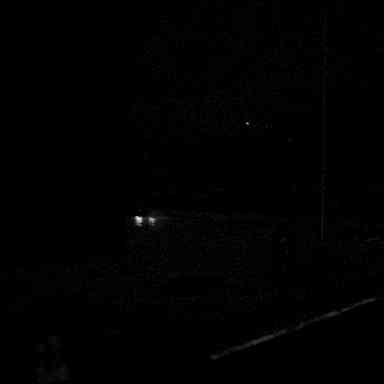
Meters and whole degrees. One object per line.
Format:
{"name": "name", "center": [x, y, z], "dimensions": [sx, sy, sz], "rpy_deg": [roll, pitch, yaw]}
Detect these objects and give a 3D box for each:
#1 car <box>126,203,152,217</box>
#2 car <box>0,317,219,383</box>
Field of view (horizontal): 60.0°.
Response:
{"name": "car", "center": [-6.359, 2.028, 38.297], "dimensions": [1.882, 1.535, 5.008], "rpy_deg": [2, -2, -35]}
{"name": "car", "center": [-1.738, 1.549, 1.550], "dimensions": [4.403, 1.369, 2.008], "rpy_deg": [0, 1, -35]}
